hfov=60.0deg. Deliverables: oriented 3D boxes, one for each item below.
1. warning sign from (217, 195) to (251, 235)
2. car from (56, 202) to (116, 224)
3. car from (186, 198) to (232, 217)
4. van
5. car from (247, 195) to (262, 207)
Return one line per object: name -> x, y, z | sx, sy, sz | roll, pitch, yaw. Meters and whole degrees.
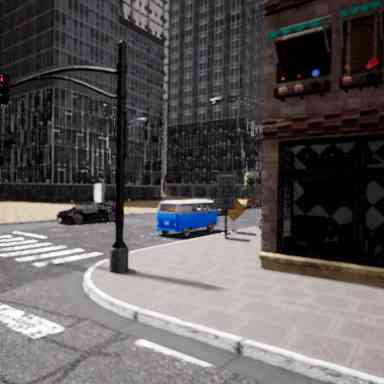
warning sign -> 2.122, 1.128, 16.829 | 1.300, 1.860, 1.060 | 1, 1, 35
car -> -6.995, 1.350, 22.579 | 1.947, 1.339, 4.313 | 2, 1, 35
car -> 1.678, 1.323, 30.311 | 1.837, 1.490, 4.892 | 1, 1, 35
van -> -0.161, 1.304, 17.723 | 1.690, 1.788, 3.998 | 2, 1, 35
car -> 9.027, 1.178, 45.128 | 1.967, 1.590, 4.097 | 2, 1, 35
